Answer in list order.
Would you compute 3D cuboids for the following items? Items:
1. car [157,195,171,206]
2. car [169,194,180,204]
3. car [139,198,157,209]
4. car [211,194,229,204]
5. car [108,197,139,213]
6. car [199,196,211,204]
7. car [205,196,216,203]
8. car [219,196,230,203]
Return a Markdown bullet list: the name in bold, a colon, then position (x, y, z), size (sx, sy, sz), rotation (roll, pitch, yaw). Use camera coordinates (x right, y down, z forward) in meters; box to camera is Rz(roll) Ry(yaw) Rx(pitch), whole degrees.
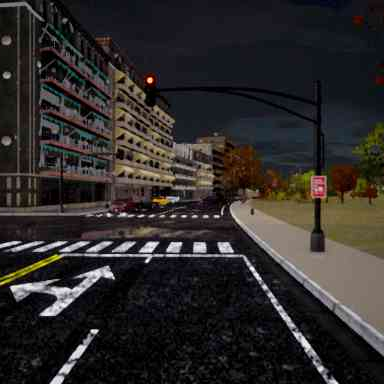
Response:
- **car**: position (-5.610, 1.630, 58.511), size (1.882, 1.535, 5.008), rotation (0, 0, 8)
- **car**: position (-4.017, 1.428, 68.963), size (2.150, 2.045, 5.566), rotation (0, 0, 9)
- **car**: position (-6.963, 1.709, 48.299), size (1.895, 1.301, 4.718), rotation (0, 0, 7)
- **car**: position (5.813, 1.434, 68.665), size (2.150, 2.045, 5.566), rotation (0, 0, 10)
- **car**: position (-7.995, 1.419, 38.271), size (2.097, 1.767, 4.553), rotation (0, 0, 5)
- **car**: position (2.595, 1.704, 69.128), size (2.128, 1.511, 4.902), rotation (0, 0, 10)
- **car**: position (4.433, 1.702, 79.325), size (1.882, 1.535, 5.008), rotation (0, 0, 12)
- **car**: position (7.707, 1.757, 79.127), size (2.128, 1.511, 4.902), rotation (0, 0, 12)
